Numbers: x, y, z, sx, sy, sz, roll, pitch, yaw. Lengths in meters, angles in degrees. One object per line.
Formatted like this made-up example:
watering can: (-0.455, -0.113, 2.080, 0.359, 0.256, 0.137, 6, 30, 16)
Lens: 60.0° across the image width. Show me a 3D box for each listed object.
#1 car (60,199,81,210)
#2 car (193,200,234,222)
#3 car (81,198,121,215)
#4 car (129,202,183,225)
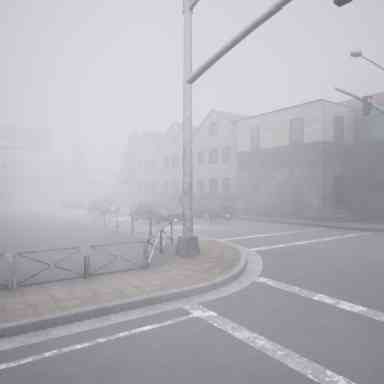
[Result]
car: (-14.103, 1.425, 39.278, 1.895, 1.301, 4.718, 0, 0, -35)
car: (0.992, 1.328, 24.217, 1.837, 1.490, 4.892, 0, 0, -35)
car: (-8.283, 1.315, 31.006, 2.128, 1.511, 4.902, 0, 0, -35)
car: (-2.538, 1.371, 22.887, 2.033, 1.411, 5.357, 0, 0, -35)
